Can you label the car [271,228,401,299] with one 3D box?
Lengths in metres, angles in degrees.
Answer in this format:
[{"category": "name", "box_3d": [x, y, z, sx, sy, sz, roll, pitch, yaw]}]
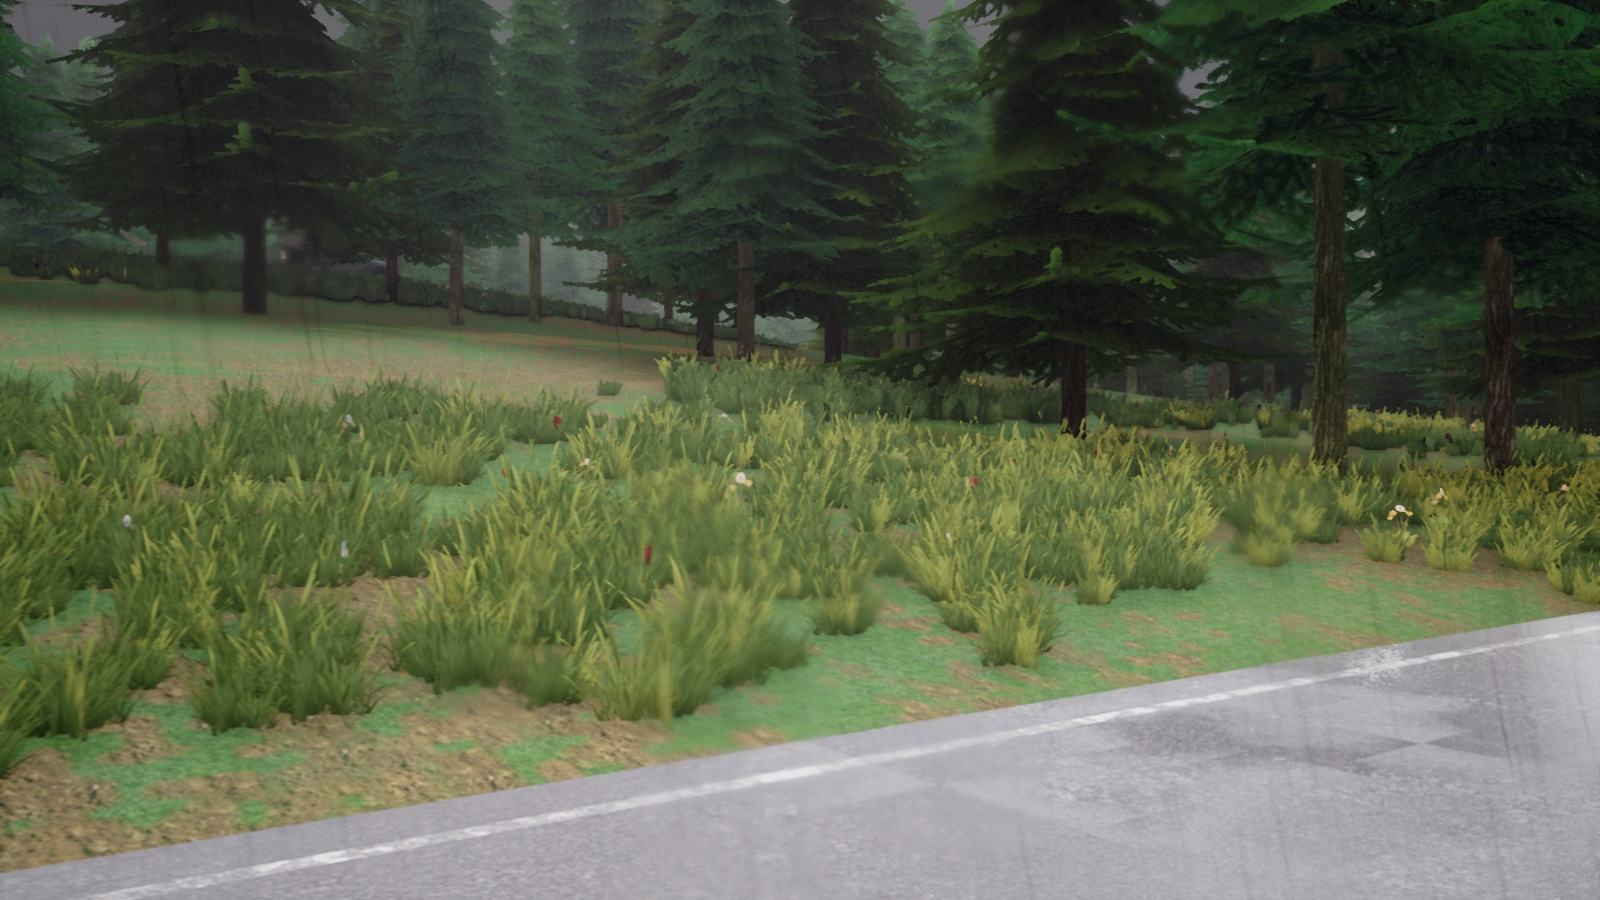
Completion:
[{"category": "car", "box_3d": [-16.408, -6.556, 44.525, 3.866, 1.878, 1.905, 2, -1, -42]}]
